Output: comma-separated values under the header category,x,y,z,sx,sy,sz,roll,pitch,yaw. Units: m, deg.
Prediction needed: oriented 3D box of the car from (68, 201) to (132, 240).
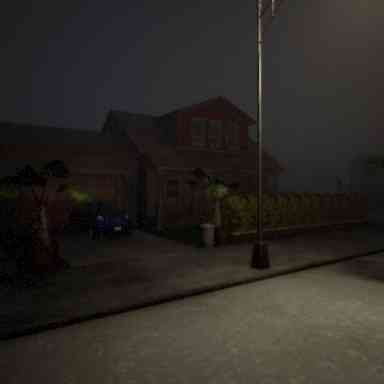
category,x,y,z,sx,sy,sz,roll,pitch,yaw
car,-4.050,1.135,14.576,1.845,1.501,3.633,-1,0,-38
